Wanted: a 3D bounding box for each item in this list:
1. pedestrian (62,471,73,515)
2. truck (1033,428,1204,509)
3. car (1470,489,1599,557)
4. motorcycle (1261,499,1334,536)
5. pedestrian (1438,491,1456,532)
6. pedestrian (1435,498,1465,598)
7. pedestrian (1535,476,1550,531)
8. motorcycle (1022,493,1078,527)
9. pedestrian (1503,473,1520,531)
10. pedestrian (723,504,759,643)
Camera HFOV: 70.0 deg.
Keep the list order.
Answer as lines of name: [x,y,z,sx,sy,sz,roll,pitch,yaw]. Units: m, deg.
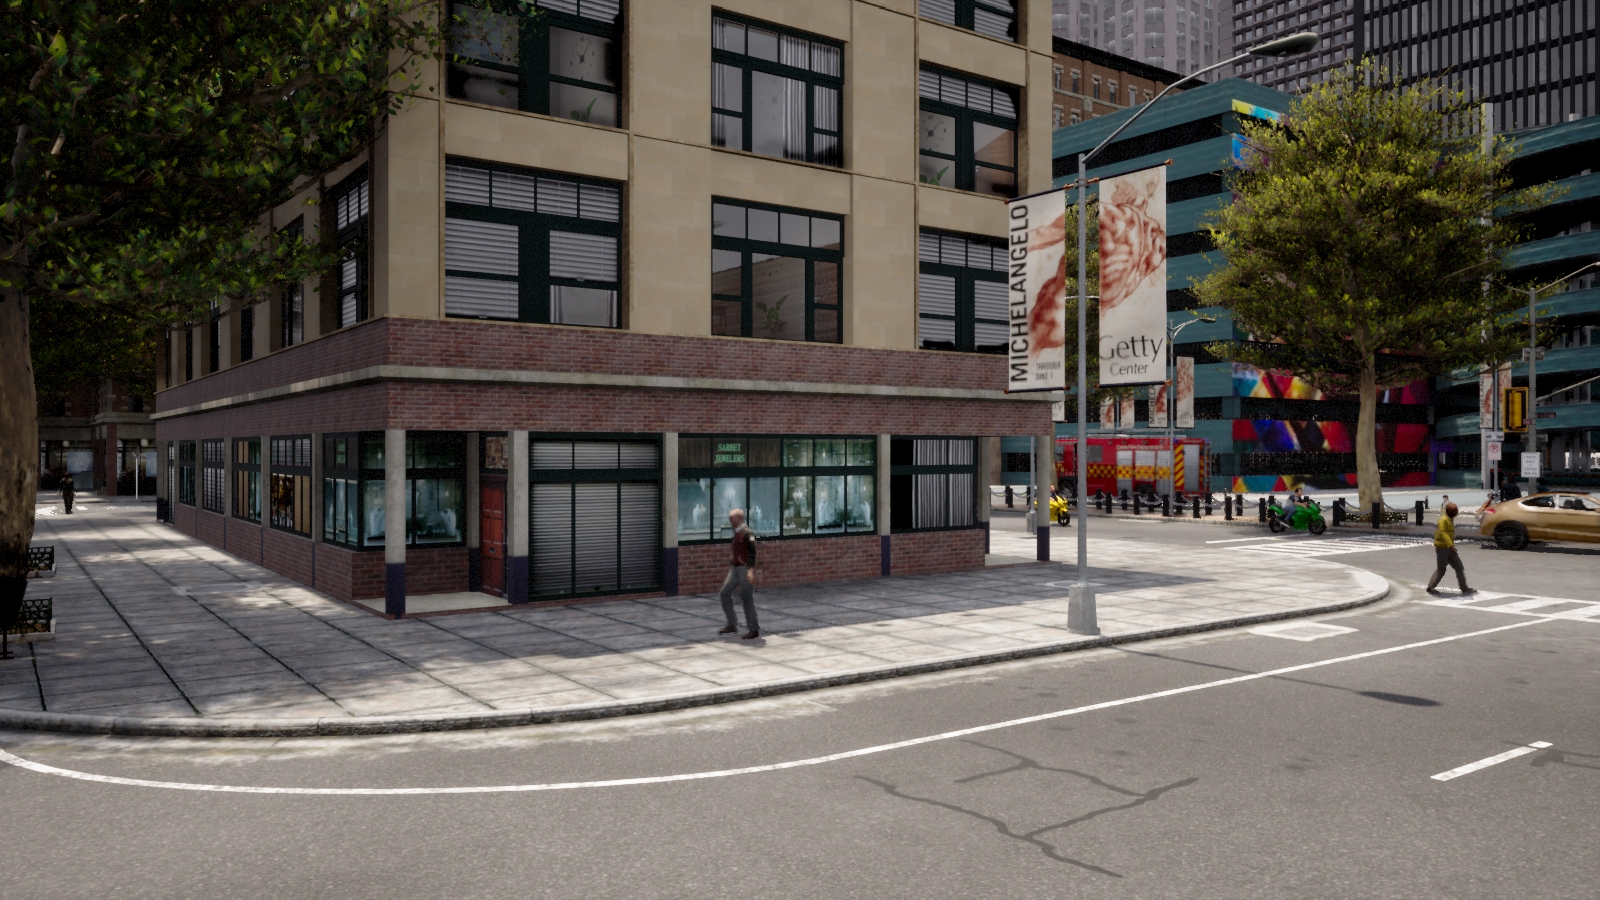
pedestrian: [-31.604,1.847,49.305,0.375,1.860,0.375,0,0,-37]
truck: [15.988,0.872,58.063,2.891,3.827,8.468,0,0,-35]
car: [21.447,1.977,31.157,2.152,1.651,5.027,0,0,-40]
motorcycle: [16.377,2.203,37.651,0.803,1.145,2.033,0,-2,-36]
pedestrian: [20.886,1.969,36.878,0.375,1.300,0.375,0,0,-30]
pedestrian: [12.284,1.840,21.596,0.375,1.860,0.375,0,0,-36]
pedestrian: [25.509,1.831,39.255,0.375,1.860,0.375,0,0,-43]
motorcycle: [9.194,2.200,42.117,0.803,1.145,2.033,0,0,-33]
pedestrian: [23.169,1.688,37.216,0.375,1.860,0.375,0,0,-41]
pedestrian: [-0.810,1.692,15.766,0.375,1.860,0.375,0,0,-28]
